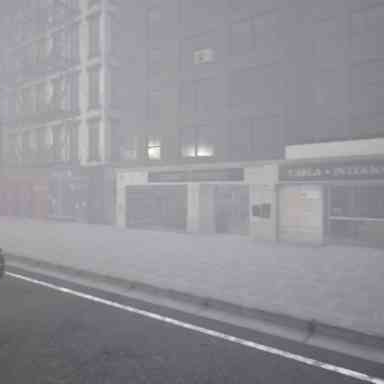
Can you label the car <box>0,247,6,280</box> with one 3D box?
[{"bbox_3d":[-6.350,1.487,8.122,4.674,1.442,1.812,0,0,35],"label":"car"}]
